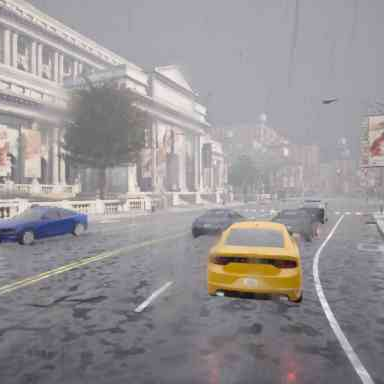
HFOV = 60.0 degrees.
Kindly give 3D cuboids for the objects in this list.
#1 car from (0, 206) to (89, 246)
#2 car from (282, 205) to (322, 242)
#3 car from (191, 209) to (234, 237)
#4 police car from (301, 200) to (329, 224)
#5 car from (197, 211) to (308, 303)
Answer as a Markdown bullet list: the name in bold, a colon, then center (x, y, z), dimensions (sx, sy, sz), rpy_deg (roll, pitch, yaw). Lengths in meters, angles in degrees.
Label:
- **car**: center (-7.060, 1.477, 15.679), dimensions (1.882, 1.535, 5.008), rpy_deg (0, 0, 23)
- **car**: center (5.137, 1.564, 16.715), dimensions (1.994, 1.385, 4.181), rpy_deg (0, 0, 26)
- **car**: center (1.579, 1.563, 17.359), dimensions (1.994, 1.385, 4.181), rpy_deg (0, 0, 25)
- **police car**: center (9.132, 1.425, 25.075), dimensions (1.930, 1.638, 5.238), rpy_deg (0, 0, 27)
- **car**: center (1.687, 1.478, 8.412), dimensions (1.882, 1.535, 5.008), rpy_deg (0, 0, 15)
